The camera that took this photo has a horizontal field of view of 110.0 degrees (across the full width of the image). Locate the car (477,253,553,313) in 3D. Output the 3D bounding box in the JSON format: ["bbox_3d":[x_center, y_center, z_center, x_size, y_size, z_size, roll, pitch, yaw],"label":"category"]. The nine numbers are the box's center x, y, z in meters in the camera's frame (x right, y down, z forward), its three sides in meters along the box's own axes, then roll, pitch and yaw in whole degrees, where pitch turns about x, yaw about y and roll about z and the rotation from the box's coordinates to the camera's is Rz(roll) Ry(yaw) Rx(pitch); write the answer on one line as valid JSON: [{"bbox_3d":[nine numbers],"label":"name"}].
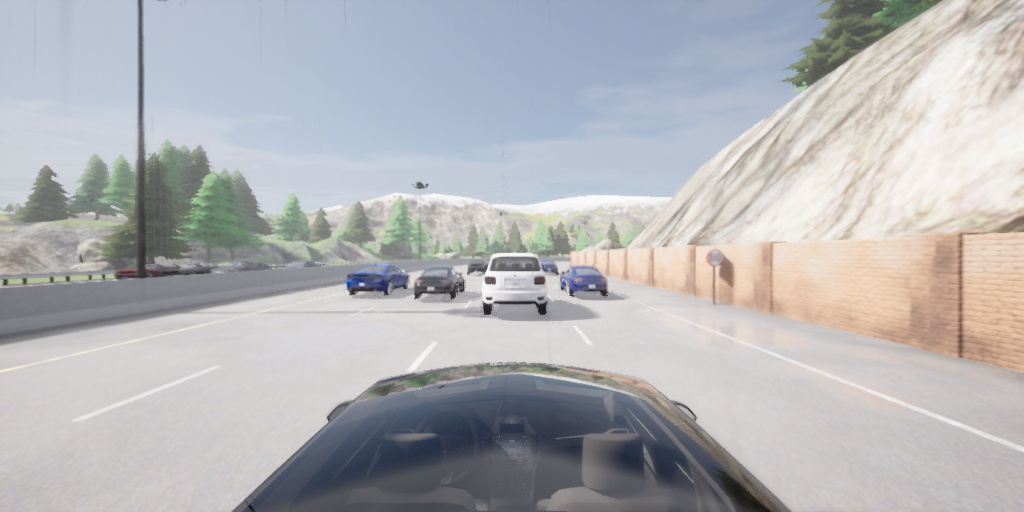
[{"bbox_3d":[0.095,0.916,13.732,2.150,2.045,5.566,0,0,0],"label":"car"}]

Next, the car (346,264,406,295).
[{"bbox_3d":[-6.906,1.148,18.980,1.882,1.535,5.008,0,0,0],"label":"car"}]

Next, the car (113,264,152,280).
[{"bbox_3d":[-28.106,1.228,28.317,1.895,1.301,4.718,0,0,0],"label":"car"}]

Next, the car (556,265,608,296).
[{"bbox_3d":[3.581,1.199,18.359,1.812,1.442,4.674,0,0,0],"label":"car"}]

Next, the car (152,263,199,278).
[{"bbox_3d":[-24.607,1.229,28.003,1.895,1.301,4.718,0,0,0],"label":"car"}]

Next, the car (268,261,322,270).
[{"bbox_3d":[-17.605,1.146,29.848,1.812,1.442,4.674,0,0,0],"label":"car"}]

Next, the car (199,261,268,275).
[{"bbox_3d":[-21.106,1.120,28.070,2.128,1.511,4.902,0,0,0],"label":"car"}]

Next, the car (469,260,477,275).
[{"bbox_3d":[-3.415,1.095,36.540,1.837,1.490,4.892,0,0,0],"label":"car"}]

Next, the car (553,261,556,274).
[{"bbox_3d":[3.586,1.115,36.535,1.812,1.442,4.674,0,0,0],"label":"car"}]

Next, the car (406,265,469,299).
[{"bbox_3d":[-3.420,1.204,17.372,1.812,1.442,4.674,0,0,0],"label":"car"}]
